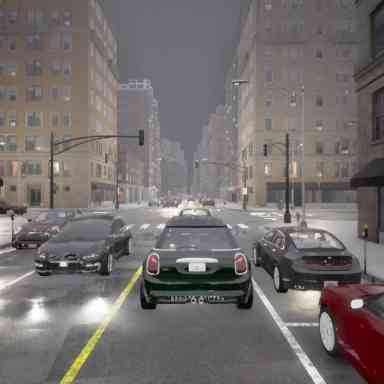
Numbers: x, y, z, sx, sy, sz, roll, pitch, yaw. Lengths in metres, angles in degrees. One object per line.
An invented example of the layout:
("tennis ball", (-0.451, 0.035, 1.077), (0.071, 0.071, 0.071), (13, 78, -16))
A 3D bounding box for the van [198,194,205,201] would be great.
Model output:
("van", (2.425, 1.481, 85.590), (1.690, 1.788, 3.998), (0, 0, 0))

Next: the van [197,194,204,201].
("van", (2.385, 1.504, 91.096), (1.690, 1.788, 3.998), (0, 0, 0))

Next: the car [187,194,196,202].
("car", (-0.207, 1.707, 80.049), (1.895, 1.301, 4.718), (0, 0, 0))

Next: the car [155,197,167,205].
("car", (-5.943, 1.613, 63.505), (1.887, 1.381, 4.507), (0, 0, 0))

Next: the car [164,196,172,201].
("car", (-6.101, 1.721, 85.537), (1.802, 1.307, 4.206), (0, 0, 0))

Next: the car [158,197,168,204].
("car", (-5.983, 1.665, 69.013), (1.802, 1.307, 4.206), (0, 0, 0))

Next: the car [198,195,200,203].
("car", (2.622, 1.622, 58.053), (1.947, 1.339, 4.313), (0, 0, 0))

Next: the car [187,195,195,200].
("car", (-0.279, 1.543, 90.025), (1.994, 1.385, 4.181), (0, 0, 0))

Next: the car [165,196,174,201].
("car", (-6.141, 1.728, 91.045), (1.947, 1.339, 4.313), (0, 0, 0))

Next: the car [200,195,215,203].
("car", (2.661, 1.590, 52.547), (1.887, 1.381, 4.507), (0, 0, 0))

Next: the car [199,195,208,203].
("car", (2.503, 1.541, 74.575), (1.967, 1.590, 4.097), (0, 0, 0))

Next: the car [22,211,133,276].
("car", (-3.076, 1.510, 10.395), (1.837, 1.490, 4.892), (0, -1, 0))

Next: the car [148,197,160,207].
("car", (-5.864, 1.596, 52.489), (2.008, 1.369, 4.403), (0, 0, 0))

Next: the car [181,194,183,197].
("car", (-3.132, 1.562, 69.385), (1.882, 1.535, 5.008), (0, 0, 0))

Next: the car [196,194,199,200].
("car", (2.543, 1.399, 69.068), (2.192, 1.841, 5.009), (0, 0, 0))

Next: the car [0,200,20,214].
("car", (-17.605, 1.404, 30.165), (5.008, 1.535, 1.882), (0, 0, -2))

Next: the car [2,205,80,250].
("car", (-5.818, 1.445, 14.127), (1.967, 1.590, 4.097), (0, 0, 0))

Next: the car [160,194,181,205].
("car", (-3.061, 1.390, 48.243), (2.097, 1.767, 4.553), (0, 0, -1))

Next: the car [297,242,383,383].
("car", (2.682, 1.545, 3.128), (1.887, 1.381, 4.507), (0, 0, 0))

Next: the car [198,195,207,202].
("car", (2.464, 1.559, 80.081), (1.967, 1.590, 4.097), (0, 0, 0))

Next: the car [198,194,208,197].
("car", (2.581, 1.595, 63.731), (1.752, 1.417, 4.829), (0, 0, 0))

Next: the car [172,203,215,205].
("car", (0.133, 1.497, 15.319), (2.128, 1.511, 4.902), (0, 0, 0))

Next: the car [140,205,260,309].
("car", (0.066, 1.355, 8.017), (2.097, 1.767, 4.553), (0, 0, -1))

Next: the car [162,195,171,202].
("car", (-6.061, 1.559, 80.029), (1.967, 1.590, 4.097), (0, 0, 0))

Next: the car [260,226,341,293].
("car", (2.694, 1.553, 8.620), (2.008, 1.369, 4.403), (0, 0, 0))
